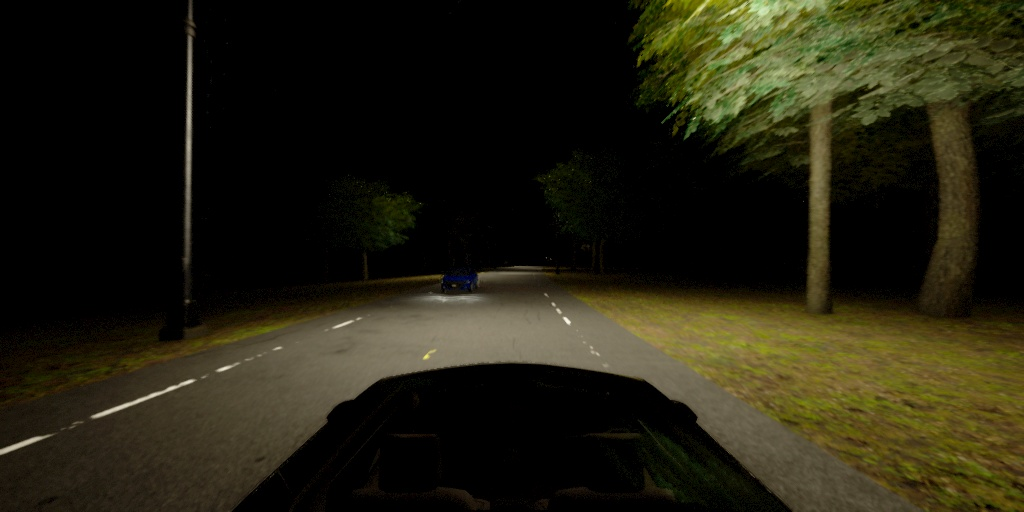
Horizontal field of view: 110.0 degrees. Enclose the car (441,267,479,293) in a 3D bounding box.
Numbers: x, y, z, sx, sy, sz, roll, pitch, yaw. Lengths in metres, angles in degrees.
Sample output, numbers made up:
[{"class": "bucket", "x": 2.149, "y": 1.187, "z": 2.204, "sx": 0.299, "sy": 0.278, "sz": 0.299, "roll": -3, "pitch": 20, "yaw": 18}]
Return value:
[{"class": "car", "x": -3.322, "y": 1.503, "z": 23.516, "sx": 1.882, "sy": 1.535, "sz": 5.008, "roll": 0, "pitch": -1, "yaw": 1}]
